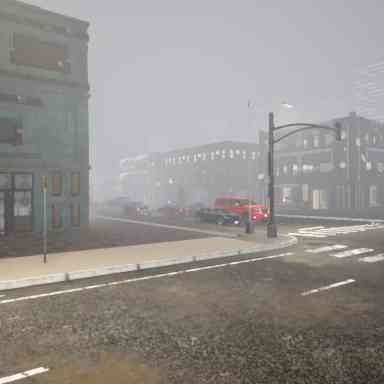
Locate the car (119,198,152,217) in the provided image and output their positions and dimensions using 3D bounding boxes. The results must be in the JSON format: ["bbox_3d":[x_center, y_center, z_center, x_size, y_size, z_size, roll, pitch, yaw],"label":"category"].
[{"bbox_3d":[-6.055,1.846,36.795,1.967,1.590,4.097,-1,0,-35],"label":"car"}]

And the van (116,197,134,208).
[{"bbox_3d":[-12.047,1.906,59.700,1.690,1.788,3.998,-1,0,-35],"label":"van"}]

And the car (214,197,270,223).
[{"bbox_3d":[3.939,1.445,27.207,2.150,2.045,5.566,-1,0,-35],"label":"car"}]

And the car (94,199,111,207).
[{"bbox_3d":[-18.452,2.227,68.726,1.887,1.381,4.507,-1,0,-35],"label":"car"}]

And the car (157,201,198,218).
[{"bbox_3d":[-1.761,1.938,35.244,1.895,1.301,4.718,-1,0,-36],"label":"car"}]

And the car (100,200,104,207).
[{"bbox_3d":[-15.252,1.939,64.213,2.192,1.841,5.009,-1,0,-35],"label":"car"}]

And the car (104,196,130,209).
[{"bbox_3d":[-12.082,1.774,55.293,2.150,2.045,5.566,-1,0,-35],"label":"car"}]

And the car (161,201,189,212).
[{"bbox_3d":[-2.425,1.965,46.162,1.802,1.307,4.206,-2,0,-35],"label":"car"}]

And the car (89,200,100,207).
[{"bbox_3d":[-18.293,2.268,64.045,1.895,1.301,4.718,-1,0,-35],"label":"car"}]

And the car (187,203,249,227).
[{"bbox_3d":[1.884,1.814,25.412,1.947,1.339,4.313,-1,0,-35],"label":"car"}]

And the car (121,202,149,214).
[{"bbox_3d":[-7.428,2.011,43.242,1.994,1.385,4.181,-1,0,-35],"label":"car"}]

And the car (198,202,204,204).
[{"bbox_3d":[0.779,1.903,41.650,1.802,1.307,4.206,-2,0,-35],"label":"car"}]
